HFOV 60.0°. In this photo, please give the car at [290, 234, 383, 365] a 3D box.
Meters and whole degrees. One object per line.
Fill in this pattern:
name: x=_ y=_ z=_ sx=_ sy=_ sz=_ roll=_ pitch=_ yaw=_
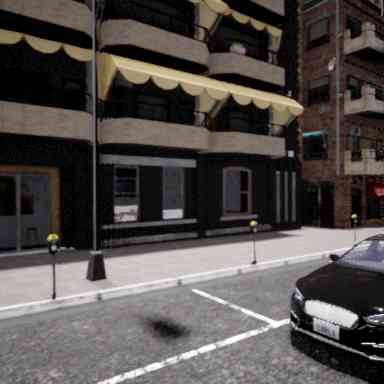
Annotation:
car: x=3.731 y=1.519 z=5.742 sx=4.902 sy=1.511 sz=2.128 roll=0 pitch=0 yaw=-36
